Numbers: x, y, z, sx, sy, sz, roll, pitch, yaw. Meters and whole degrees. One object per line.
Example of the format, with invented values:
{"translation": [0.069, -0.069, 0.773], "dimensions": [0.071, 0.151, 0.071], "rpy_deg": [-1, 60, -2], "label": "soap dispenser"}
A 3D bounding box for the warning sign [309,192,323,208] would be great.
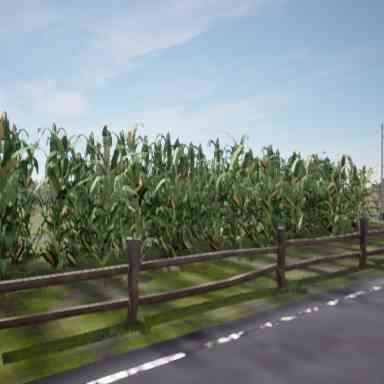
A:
{"translation": [14.903, 0.964, 39.887], "dimensions": [1.300, 1.860, 1.060], "rpy_deg": [-1, 0, -36], "label": "warning sign"}
